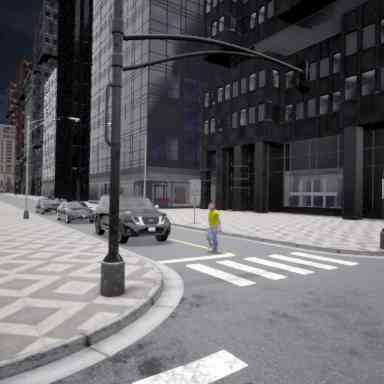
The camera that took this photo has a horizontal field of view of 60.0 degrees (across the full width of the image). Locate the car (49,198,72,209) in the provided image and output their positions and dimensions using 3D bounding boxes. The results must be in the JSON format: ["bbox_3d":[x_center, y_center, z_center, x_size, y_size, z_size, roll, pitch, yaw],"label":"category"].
[{"bbox_3d":[-17.182,1.468,43.313,1.994,1.385,4.181,1,-1,-33],"label":"car"}]

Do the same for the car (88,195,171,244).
[{"bbox_3d":[-3.037,1.161,15.919,2.150,2.045,5.566,1,-1,-31],"label":"car"}]

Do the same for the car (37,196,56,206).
[{"bbox_3d":[-22.624,1.352,51.640,1.837,1.490,4.892,2,0,-33],"label":"car"}]

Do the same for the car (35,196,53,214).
[{"bbox_3d":[-14.330,1.427,33.142,2.033,1.411,5.357,2,-1,-33],"label":"car"}]

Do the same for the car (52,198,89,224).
[{"bbox_3d":[-8.579,1.418,24.356,1.837,1.490,4.892,2,-1,-33],"label":"car"}]

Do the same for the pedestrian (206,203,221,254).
[{"bbox_3d":[0.769,1.270,11.982,0.375,1.860,0.375,2,-1,-33],"label":"pedestrian"}]
